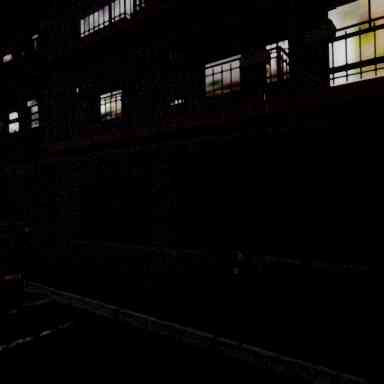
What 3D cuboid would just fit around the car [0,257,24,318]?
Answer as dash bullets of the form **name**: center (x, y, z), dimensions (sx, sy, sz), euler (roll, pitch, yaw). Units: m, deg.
- **car**: center (-4.957, 1.551, 6.263), dimensions (4.507, 1.381, 1.887), euler (0, -1, 35)
